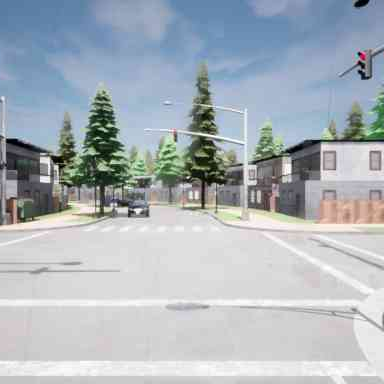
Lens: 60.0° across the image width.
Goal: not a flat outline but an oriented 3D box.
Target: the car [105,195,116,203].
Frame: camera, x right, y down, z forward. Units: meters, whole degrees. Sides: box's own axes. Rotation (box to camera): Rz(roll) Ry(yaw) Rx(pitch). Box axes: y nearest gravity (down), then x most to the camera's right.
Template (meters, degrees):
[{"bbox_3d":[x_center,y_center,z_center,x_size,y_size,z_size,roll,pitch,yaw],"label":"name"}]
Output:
[{"bbox_3d":[-16.518,1.318,66.760,2.097,1.767,4.553,0,0,-45],"label":"car"}]

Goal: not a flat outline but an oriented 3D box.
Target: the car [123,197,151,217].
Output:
[{"bbox_3d":[-4.844,1.457,30.545,2.128,1.511,4.902,0,0,-7],"label":"car"}]

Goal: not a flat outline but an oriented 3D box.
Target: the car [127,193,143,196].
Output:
[{"bbox_3d":[-10.401,1.187,58.418,2.150,2.045,5.566,0,0,-36],"label":"car"}]

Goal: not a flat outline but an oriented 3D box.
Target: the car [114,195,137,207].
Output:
[{"bbox_3d":[-9.849,1.566,49.292,1.895,1.301,4.718,0,0,-24],"label":"car"}]
